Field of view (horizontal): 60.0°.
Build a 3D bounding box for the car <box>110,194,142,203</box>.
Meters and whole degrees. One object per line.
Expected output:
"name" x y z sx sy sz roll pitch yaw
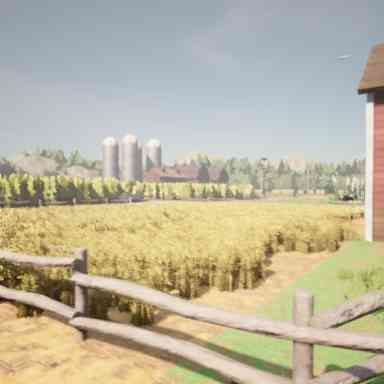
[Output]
"car" -9.132 1.039 46.316 2.097 1.767 4.553 1 0 36
